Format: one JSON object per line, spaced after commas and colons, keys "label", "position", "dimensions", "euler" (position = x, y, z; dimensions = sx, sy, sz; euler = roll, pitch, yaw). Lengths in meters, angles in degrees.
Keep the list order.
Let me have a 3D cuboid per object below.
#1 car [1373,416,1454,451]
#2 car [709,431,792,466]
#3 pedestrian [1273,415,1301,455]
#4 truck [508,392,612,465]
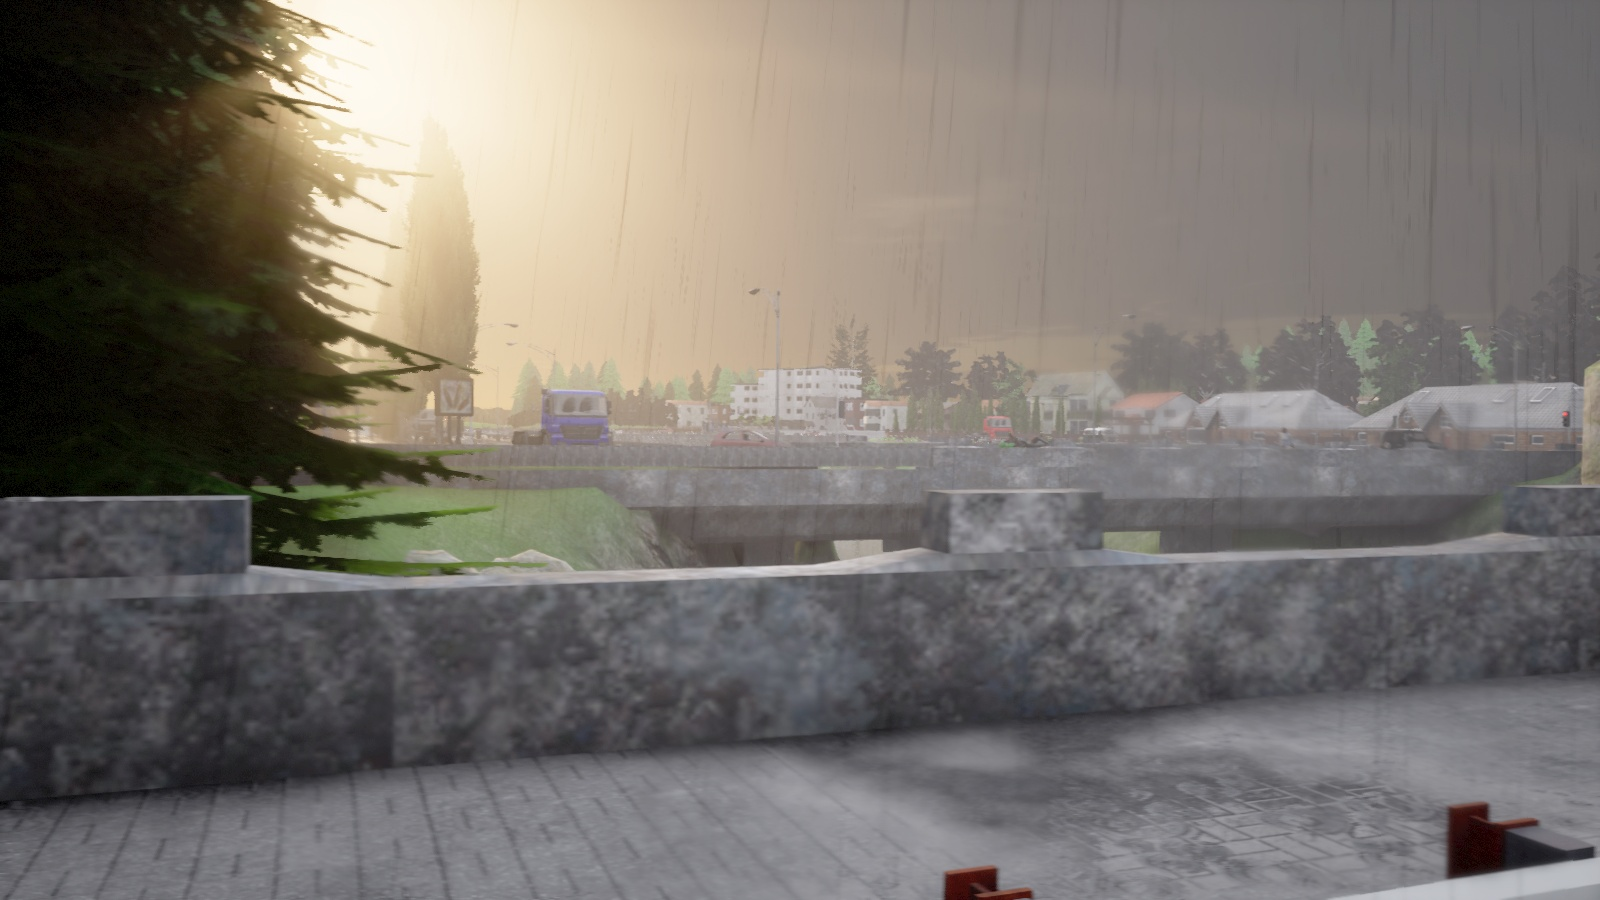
{"label": "car", "position": [34.018, -0.906, 69.608], "dimensions": [3.866, 1.878, 1.905], "euler": [-1, 1, -21]}
{"label": "car", "position": [-2.187, -0.086, 56.660], "dimensions": [3.633, 1.501, 1.845], "euler": [-1, 1, 1]}
{"label": "pedestrian", "position": [23.350, -0.724, 60.202], "dimensions": [0.900, 1.855, 0.874], "euler": [-1, 1, -17]}
{"label": "truck", "position": [-12.259, -1.086, 63.546], "dimensions": [2.891, 3.462, 7.936], "euler": [-1, 1, -28]}
